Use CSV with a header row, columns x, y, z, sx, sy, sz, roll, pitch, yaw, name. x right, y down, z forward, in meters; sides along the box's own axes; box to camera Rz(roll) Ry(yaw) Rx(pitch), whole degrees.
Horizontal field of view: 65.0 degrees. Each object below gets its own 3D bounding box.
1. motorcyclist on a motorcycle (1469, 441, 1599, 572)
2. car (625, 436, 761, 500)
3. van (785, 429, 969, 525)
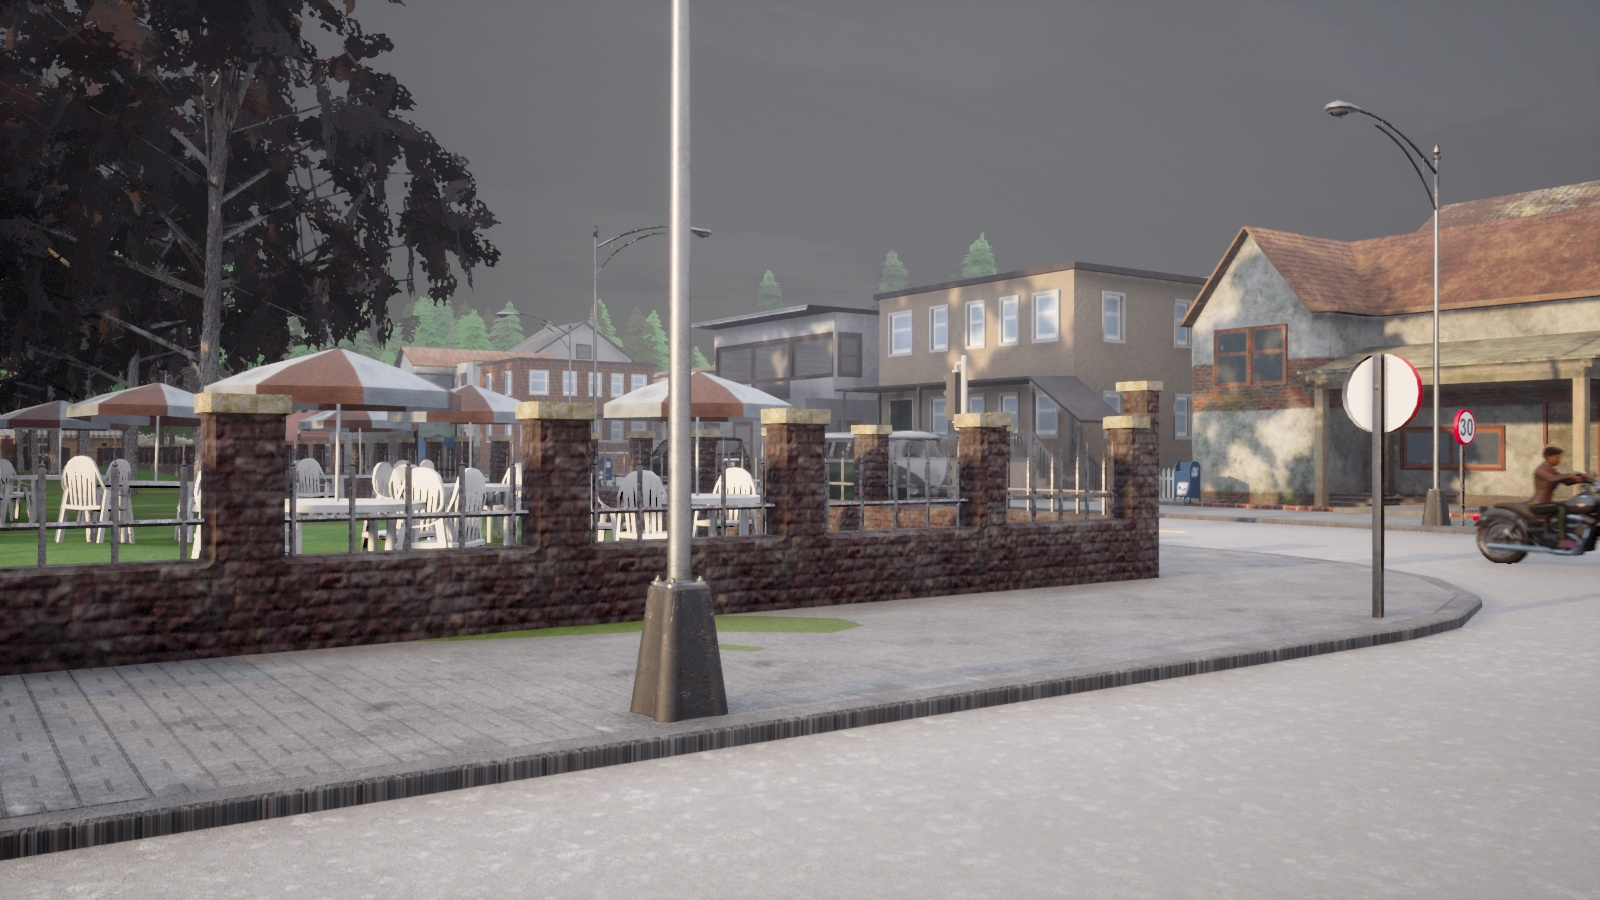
x,y,z,sx,sy,sz,roll,pitch,yaw,name
10.128,0.714,16.383,0.766,1.649,2.350,1,0,-38,motorcyclist on a motorcycle
-3.768,0.577,43.111,2.150,2.045,5.566,0,0,-35,car
1.644,0.563,28.397,1.775,1.987,4.442,0,0,-35,van
